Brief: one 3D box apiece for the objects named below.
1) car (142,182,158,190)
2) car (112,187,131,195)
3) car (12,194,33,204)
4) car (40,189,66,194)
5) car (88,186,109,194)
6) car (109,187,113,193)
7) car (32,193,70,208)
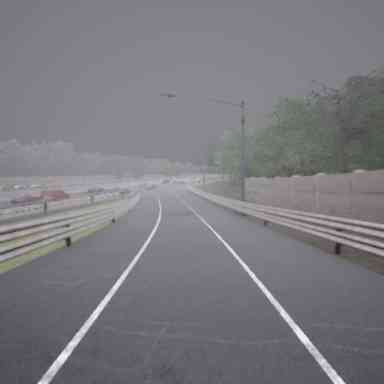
[{"bbox_3d":[-10.354,-1.310,85.925,2.033,1.411,5.357,0,4,12],"label":"car"},{"bbox_3d":[-14.021,-0.197,68.071,1.994,1.385,4.181,0,4,12],"label":"car"},{"bbox_3d":[-24.894,0.988,49.919,1.994,1.385,4.181,0,4,12],"label":"car"},{"bbox_3d":[-21.058,0.525,51.188,2.150,2.045,5.566,0,4,12],"label":"car"},{"bbox_3d":[-20.482,-0.556,71.401,2.097,1.767,4.553,0,4,12],"label":"car"},{"bbox_3d":[-16.641,-0.472,72.708,2.033,1.411,5.357,0,4,12],"label":"car"},{"bbox_3d":[-18.840,1.289,44.603,1.994,1.385,4.181,0,4,12],"label":"car"}]
